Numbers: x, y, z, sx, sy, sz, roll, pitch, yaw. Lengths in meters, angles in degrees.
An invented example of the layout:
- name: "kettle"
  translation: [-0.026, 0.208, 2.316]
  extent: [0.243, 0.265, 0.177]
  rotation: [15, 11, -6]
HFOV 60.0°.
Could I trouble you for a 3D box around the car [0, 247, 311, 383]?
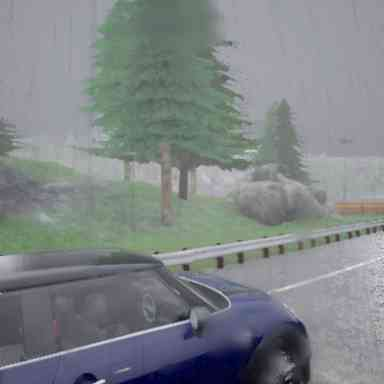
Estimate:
- name: "car"
  translation: [-0.853, 1.364, 3.322]
  extent: [4.553, 1.767, 2.097]
  rotation: [0, 0, -36]
